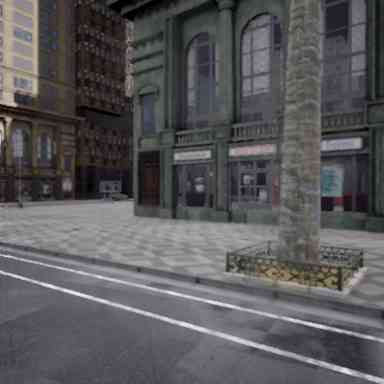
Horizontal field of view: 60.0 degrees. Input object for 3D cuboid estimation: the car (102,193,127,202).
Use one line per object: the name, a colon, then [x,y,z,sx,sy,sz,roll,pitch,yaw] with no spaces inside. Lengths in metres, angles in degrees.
car: [-13.473,0.990,57.941,2.128,1.511,4.902,0,1,36]
